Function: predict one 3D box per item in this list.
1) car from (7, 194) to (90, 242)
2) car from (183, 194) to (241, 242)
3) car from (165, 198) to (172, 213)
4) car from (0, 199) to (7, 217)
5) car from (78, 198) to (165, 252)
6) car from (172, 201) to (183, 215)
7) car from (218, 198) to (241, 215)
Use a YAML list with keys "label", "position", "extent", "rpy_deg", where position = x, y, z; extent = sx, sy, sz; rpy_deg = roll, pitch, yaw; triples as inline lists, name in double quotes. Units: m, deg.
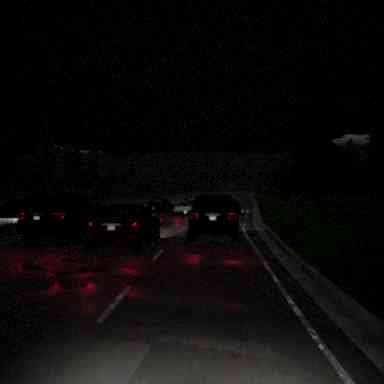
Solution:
- label: "car"
  position: [-5.934, 1.114, 15.941]
  extent: [2.150, 2.045, 5.566]
  rpy_deg: [0, 0, 6]
- label: "car"
  position: [1.099, 1.126, 15.999]
  extent: [2.150, 2.045, 5.566]
  rpy_deg: [0, 0, 6]
- label: "car"
  position: [-3.204, 1.318, 33.338]
  extent: [1.812, 1.442, 4.674]
  rpy_deg: [0, 0, 10]
- label: "car"
  position: [-16.006, 1.325, 28.622]
  extent: [1.812, 1.442, 4.674]
  rpy_deg: [0, 0, 11]
- label: "car"
  position: [-2.617, 1.263, 13.611]
  extent: [2.097, 1.767, 4.553]
  rpy_deg: [0, 0, 5]
- label: "car"
  position: [-0.171, 1.415, 30.502]
  extent: [1.895, 1.301, 4.718]
  rpy_deg: [0, 0, 10]
- label: "car"
  position: [3.701, 1.374, 32.183]
  extent: [1.994, 1.385, 4.181]
  rpy_deg: [0, 0, 10]
